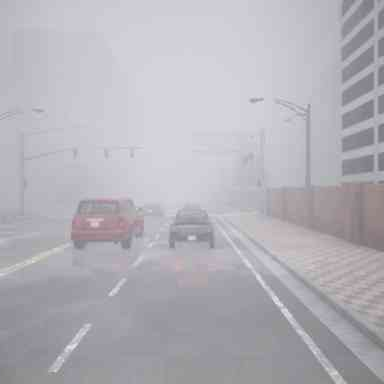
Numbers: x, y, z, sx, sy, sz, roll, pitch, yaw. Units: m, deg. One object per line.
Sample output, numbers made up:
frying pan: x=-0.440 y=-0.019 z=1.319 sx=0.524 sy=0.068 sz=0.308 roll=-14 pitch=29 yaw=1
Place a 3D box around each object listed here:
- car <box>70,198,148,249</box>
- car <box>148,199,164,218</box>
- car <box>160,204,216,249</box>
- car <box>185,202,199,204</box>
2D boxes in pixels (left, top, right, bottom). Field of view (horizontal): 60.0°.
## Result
car: x=-3.500 y=1.257 z=14.680 sx=2.150 sy=2.045 sz=5.566 roll=0 pitch=0 yaw=0
car: x=-3.500 y=1.571 z=29.650 sx=1.994 sy=1.385 sz=4.181 roll=0 pitch=0 yaw=0
car: x=0.000 y=1.494 z=14.650 sx=2.128 sy=1.511 sz=4.902 roll=0 pitch=0 yaw=0
car: x=0.000 y=1.571 z=29.650 sx=1.994 sy=1.385 sz=4.181 roll=0 pitch=0 yaw=0
